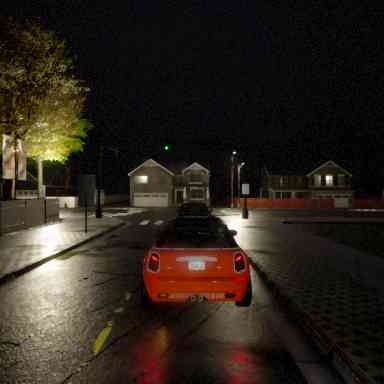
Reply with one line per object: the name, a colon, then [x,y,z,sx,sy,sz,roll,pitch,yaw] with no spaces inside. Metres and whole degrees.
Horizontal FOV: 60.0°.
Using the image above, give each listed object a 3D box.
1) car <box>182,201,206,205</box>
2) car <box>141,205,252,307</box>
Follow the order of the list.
car: [0.127,1.355,18.578,2.097,1.767,4.553,0,0,2]
car: [0.083,1.354,8.150,2.097,1.767,4.553,0,0,0]
